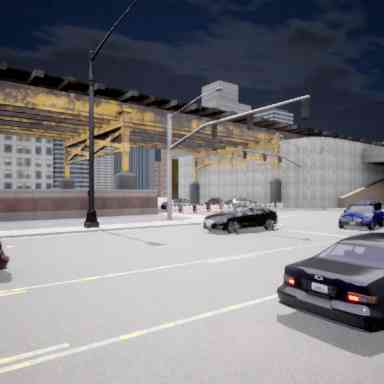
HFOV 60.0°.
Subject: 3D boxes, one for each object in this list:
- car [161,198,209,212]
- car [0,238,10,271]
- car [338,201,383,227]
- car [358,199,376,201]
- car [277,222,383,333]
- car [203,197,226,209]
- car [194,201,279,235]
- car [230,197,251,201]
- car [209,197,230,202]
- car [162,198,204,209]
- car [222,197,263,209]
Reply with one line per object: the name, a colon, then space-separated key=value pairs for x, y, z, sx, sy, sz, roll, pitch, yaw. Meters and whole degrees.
car: x=-0.949 y=1.450 z=37.788 sx=4.974 sy=1.542 sz=2.038 roll=0 pitch=0 yaw=8
car: x=-7.172 y=1.548 z=7.471 sx=5.357 sy=1.411 sz=2.033 roll=0 pitch=0 yaw=-36
car: x=10.724 y=1.523 z=20.818 sx=1.812 sy=1.442 sz=4.674 roll=0 pitch=0 yaw=41
car: x=17.826 y=1.487 z=34.153 sx=4.902 sy=1.511 sz=2.128 roll=0 pitch=0 yaw=-41
car: x=4.050 y=1.546 z=6.664 sx=5.357 sy=1.411 sz=2.033 roll=0 pitch=0 yaw=-35
car: x=2.812 y=1.292 z=40.521 sx=1.853 sy=1.218 sz=4.536 roll=0 pitch=0 yaw=18
car: x=2.857 y=1.490 z=18.965 sx=4.902 sy=1.511 sz=2.128 roll=0 pitch=0 yaw=-36
car: x=6.656 y=1.291 z=44.224 sx=4.536 sy=1.218 sz=1.853 roll=0 pitch=0 yaw=-7
car: x=2.796 y=1.449 z=40.472 sx=2.038 sy=1.542 sz=4.974 roll=0 pitch=0 yaw=18
car: x=-1.001 y=1.292 z=37.795 sx=4.536 sy=1.218 sz=1.853 roll=0 pitch=0 yaw=8
car: x=6.708 y=1.448 z=44.231 sx=4.974 sy=1.542 sz=2.038 roll=0 pitch=0 yaw=-7
